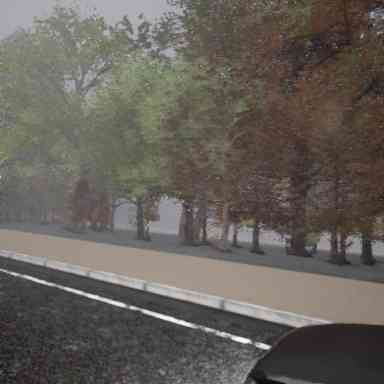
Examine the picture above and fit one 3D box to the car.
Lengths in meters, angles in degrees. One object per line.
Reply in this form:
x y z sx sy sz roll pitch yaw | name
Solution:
2.329 1.568 2.023 4.181 1.385 1.994 0 0 35 | car
